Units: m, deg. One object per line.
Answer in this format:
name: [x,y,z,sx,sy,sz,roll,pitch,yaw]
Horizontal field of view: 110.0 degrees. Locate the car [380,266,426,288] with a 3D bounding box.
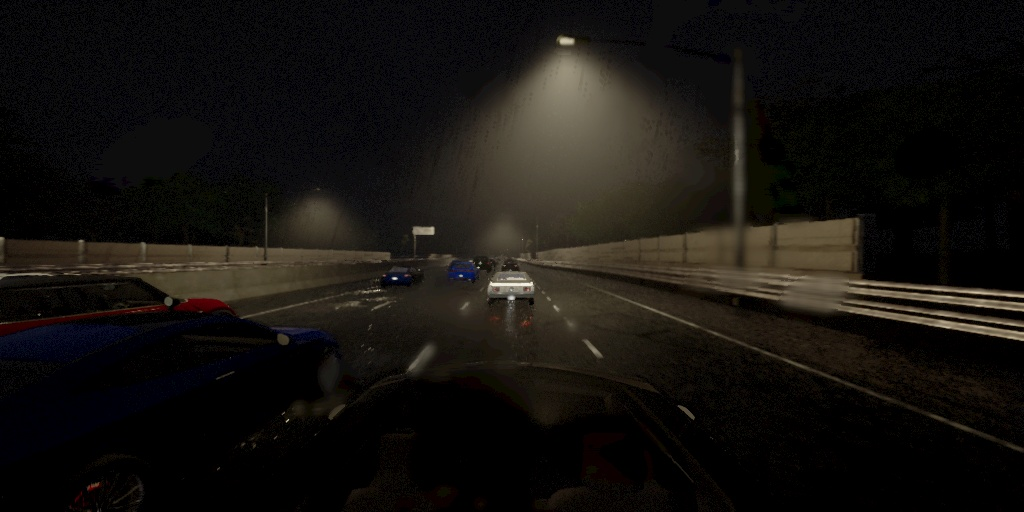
car: [-7.059,1.321,23.583,1.994,1.385,4.181,0,0,0]

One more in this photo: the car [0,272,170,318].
car: [-7.002,1.105,5.929,2.097,1.767,4.553,0,0,0]

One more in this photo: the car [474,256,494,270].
car: [-3.706,1.002,44.401,2.150,2.045,5.566,0,0,-1]

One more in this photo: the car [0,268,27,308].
car: [-21.016,1.254,12.311,2.128,1.511,4.902,0,0,0]

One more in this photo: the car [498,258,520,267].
car: [-0.164,1.263,39.510,2.128,1.511,4.902,0,0,0]

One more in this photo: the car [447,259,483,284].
car: [-3.581,1.236,27.566,1.882,1.535,5.008,0,0,0]

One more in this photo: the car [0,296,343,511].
car: [-3.501,1.277,3.567,1.812,1.442,4.674,0,0,0]

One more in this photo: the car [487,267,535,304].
car: [-0.027,1.355,16.336,1.895,1.301,4.718,0,0,0]
